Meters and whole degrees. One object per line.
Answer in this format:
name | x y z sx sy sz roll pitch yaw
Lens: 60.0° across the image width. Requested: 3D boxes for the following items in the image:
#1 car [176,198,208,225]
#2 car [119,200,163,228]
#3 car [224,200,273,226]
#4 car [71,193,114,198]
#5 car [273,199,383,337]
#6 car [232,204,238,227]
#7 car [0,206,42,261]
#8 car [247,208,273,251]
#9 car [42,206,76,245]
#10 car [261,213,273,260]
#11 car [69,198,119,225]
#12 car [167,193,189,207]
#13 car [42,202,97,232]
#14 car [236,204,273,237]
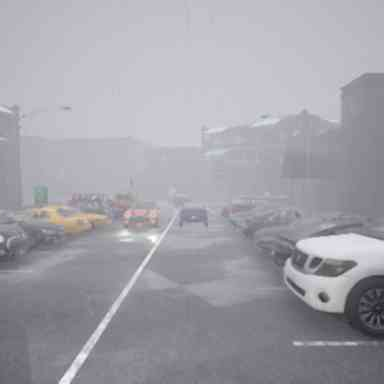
car | 0.109 1.447 23.644 1.882 1.535 5.008 0 0 0
car | -3.114 1.334 21.810 2.097 1.767 4.553 0 0 0
car | 4.664 1.467 20.124 4.892 1.521 2.231 0 0 0
car | -7.640 1.134 28.258 5.566 2.045 2.435 0 1 0
car | 4.624 1.224 6.158 5.566 2.045 2.435 0 0 0
car | 4.659 1.508 17.333 4.674 1.452 2.002 0 0 0
car | -7.707 1.347 10.730 4.553 1.767 2.185 0 0 0
car | 4.661 1.473 11.745 4.892 1.521 2.231 0 0 0
car | -7.681 1.472 13.543 4.892 1.521 2.231 0 0 0
car | 4.647 1.473 8.952 5.008 1.535 2.097 0 0 0
car | -7.675 1.435 25.317 5.008 1.535 2.097 0 1 0
car | -1.674 0.902 40.958 1.882 1.535 5.008 -1 3 -18
car | -7.858 1.466 16.606 5.366 1.575 1.946 0 0 0
car | 4.650 1.471 14.664 4.892 1.521 2.231 0 0 0
